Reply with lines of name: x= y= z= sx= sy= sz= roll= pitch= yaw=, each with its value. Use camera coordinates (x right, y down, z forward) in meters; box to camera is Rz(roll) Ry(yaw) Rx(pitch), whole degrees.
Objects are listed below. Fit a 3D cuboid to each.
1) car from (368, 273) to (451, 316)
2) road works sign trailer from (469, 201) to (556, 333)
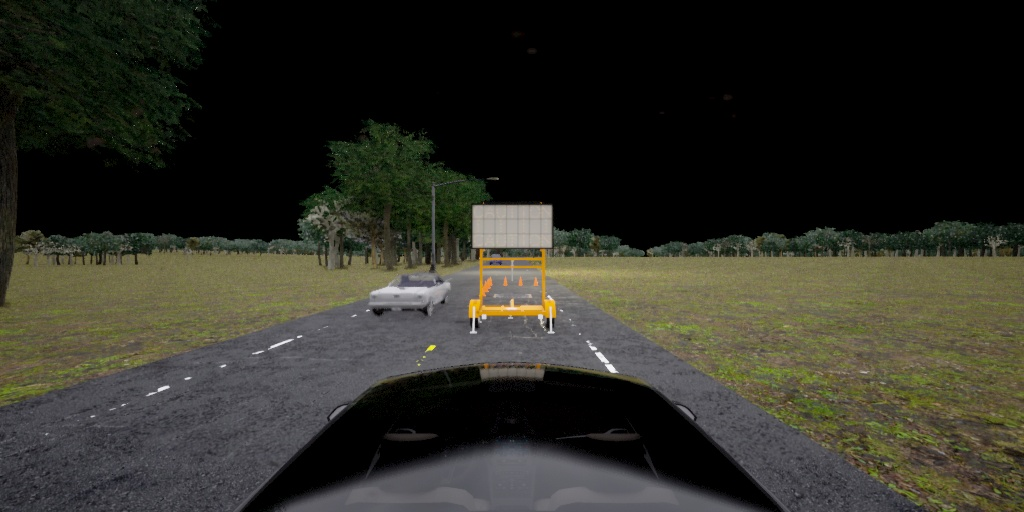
car: x=-3.575 y=1.329 z=13.324 sx=1.895 sy=1.301 sz=4.718 roll=0 pitch=0 yaw=0
road works sign trailer: x=0.012 y=0.199 z=10.614 sx=2.380 sy=3.560 sz=2.880 roll=0 pitch=0 yaw=0
